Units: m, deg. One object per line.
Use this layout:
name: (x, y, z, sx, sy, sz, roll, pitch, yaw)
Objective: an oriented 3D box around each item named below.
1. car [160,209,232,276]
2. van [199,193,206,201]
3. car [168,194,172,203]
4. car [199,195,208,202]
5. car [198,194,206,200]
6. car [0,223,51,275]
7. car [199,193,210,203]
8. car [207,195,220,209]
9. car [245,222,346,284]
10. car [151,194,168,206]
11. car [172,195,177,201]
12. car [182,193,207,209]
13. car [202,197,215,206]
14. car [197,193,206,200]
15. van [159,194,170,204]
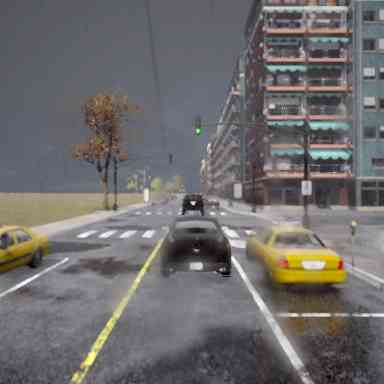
car: (0.101, 1.489, 10.239, 1.837, 1.490, 4.892, 0, 0, 0)
van: (2.581, 1.217, 81.324, 1.690, 1.788, 3.998, 1, 0, 0)
car: (-5.300, 1.225, 58.196, 2.192, 1.841, 5.009, 1, 0, 0)
car: (2.578, 1.450, 75.663, 1.947, 1.339, 4.313, 1, 0, 0)
car: (2.579, 1.392, 87.155, 1.752, 1.417, 4.829, 1, 0, 0)
car: (-5.305, 1.512, 8.586, 1.752, 1.417, 4.829, 1, 0, 0)
car: (2.581, 1.207, 70.002, 2.192, 1.841, 5.009, 1, 0, 0)
car: (2.577, 1.486, 41.697, 2.008, 1.369, 4.403, 1, 0, 0)
car: (2.575, 1.510, 9.352, 1.752, 1.417, 4.829, 1, 0, 0)
car: (-5.302, 1.359, 52.542, 1.967, 1.590, 4.097, 1, 0, 0)
car: (-5.302, 1.459, 80.813, 1.802, 1.307, 4.206, 1, 0, 0)
car: (0.119, 1.177, 34.176, 2.150, 2.045, 5.566, 0, 0, 0)
car: (2.577, 1.500, 53.019, 1.802, 1.307, 4.206, 1, 0, 0)
car: (2.582, 1.174, 92.646, 2.192, 1.841, 5.009, 1, 0, 0)
van: (-5.300, 1.243, 63.850, 1.690, 1.788, 3.998, 1, 0, 0)
